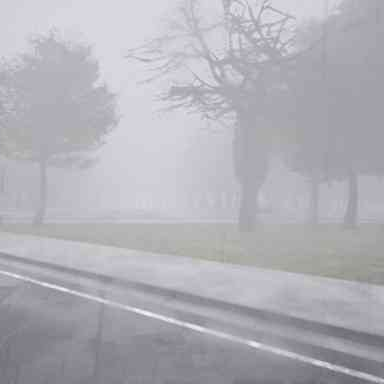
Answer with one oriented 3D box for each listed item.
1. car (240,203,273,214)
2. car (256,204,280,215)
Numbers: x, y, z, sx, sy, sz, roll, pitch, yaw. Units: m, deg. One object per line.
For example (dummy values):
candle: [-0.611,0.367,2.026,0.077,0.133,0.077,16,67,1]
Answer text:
car: [10.569,2.738,54.774,5.008,1.535,1.882,1,0,-11]
car: [11.198,2.775,51.586,5.008,1.535,1.882,1,0,-11]
